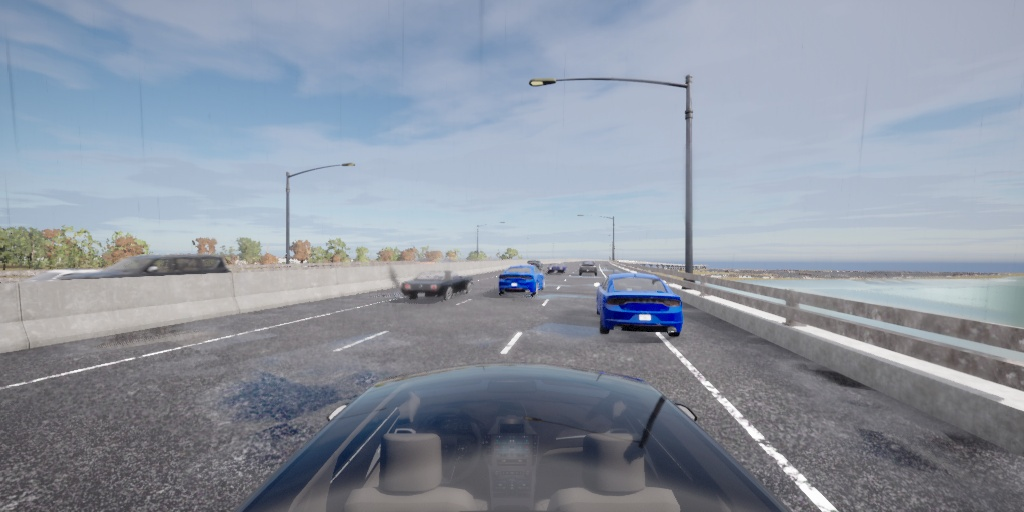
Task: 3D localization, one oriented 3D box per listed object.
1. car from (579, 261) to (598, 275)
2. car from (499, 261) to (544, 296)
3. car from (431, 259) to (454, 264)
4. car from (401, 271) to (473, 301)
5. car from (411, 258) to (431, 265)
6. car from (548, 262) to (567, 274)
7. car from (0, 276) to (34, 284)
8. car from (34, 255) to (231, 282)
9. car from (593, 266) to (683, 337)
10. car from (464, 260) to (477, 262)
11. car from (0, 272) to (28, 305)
[{"bbox_3d":[8.286,1.274,38.911,2.128,1.511,4.902,0,0,13],"label":"car"},{"bbox_3d":[0.627,1.239,19.623,1.882,1.535,5.008,0,0,12],"label":"car"},{"bbox_3d":[-10.012,1.333,54.162,1.812,1.442,4.674,0,0,13],"label":"car"},{"bbox_3d":[-3.400,1.359,17.435,1.895,1.301,4.718,0,0,12],"label":"car"},{"bbox_3d":[-13.502,1.159,54.580,2.097,1.767,4.553,0,0,13],"label":"car"},{"bbox_3d":[5.364,1.387,41.863,1.895,1.301,4.718,0,0,12],"label":"car"},{"bbox_3d":[-18.419,1.279,14.777,1.812,1.442,4.674,0,0,11],"label":"car"},{"bbox_3d":[-14.824,0.976,14.908,2.150,2.045,5.566,0,0,11],"label":"car"},{"bbox_3d":[3.479,1.233,10.483,1.882,1.535,5.008,0,0,11],"label":"car"},{"bbox_3d":[-6.325,1.286,54.597,1.882,1.535,5.008,0,0,13],"label":"car"},{"bbox_3d":[-22.279,1.352,13.345,1.895,1.301,4.718,0,0,11],"label":"car"}]
